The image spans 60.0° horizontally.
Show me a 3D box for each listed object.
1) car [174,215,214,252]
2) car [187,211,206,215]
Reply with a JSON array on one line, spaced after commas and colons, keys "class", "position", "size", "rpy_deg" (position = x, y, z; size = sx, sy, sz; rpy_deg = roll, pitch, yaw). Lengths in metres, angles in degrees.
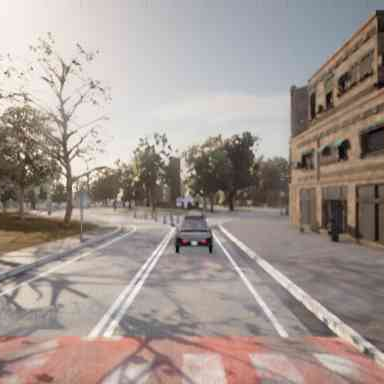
[{"class": "car", "position": [0.097, 2.182, 17.465], "size": [2.128, 1.511, 4.902], "rpy_deg": [0, -2, 0]}, {"class": "car", "position": [0.411, 2.646, 33.045], "size": [1.882, 1.535, 5.008], "rpy_deg": [0, -2, 5]}]
